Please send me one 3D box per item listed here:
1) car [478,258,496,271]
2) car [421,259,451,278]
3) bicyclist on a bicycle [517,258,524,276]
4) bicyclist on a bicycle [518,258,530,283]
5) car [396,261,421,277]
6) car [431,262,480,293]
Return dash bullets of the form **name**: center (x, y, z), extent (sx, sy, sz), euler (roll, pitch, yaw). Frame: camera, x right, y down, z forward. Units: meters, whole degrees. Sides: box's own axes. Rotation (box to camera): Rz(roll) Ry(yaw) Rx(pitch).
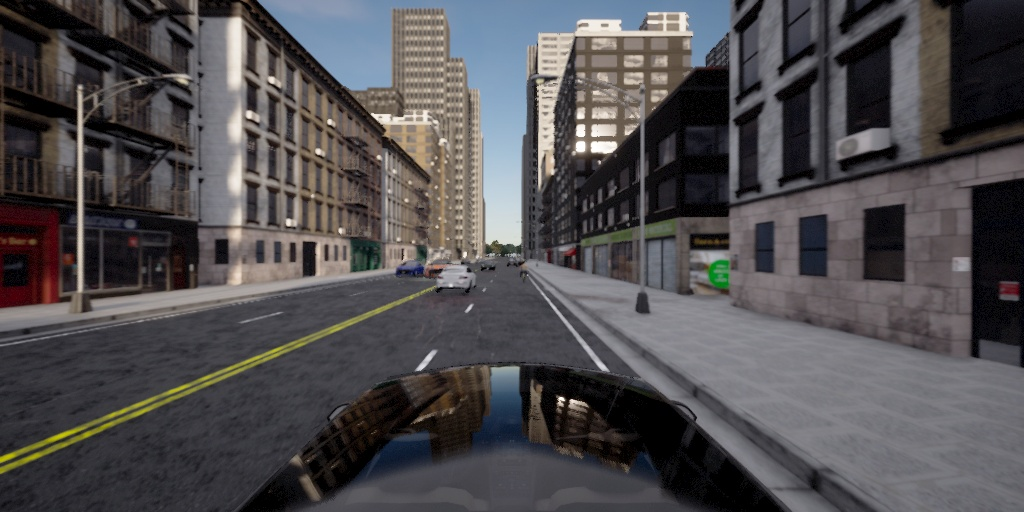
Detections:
- **car**: center (-3.153, 1.340, 49.470), extent (1.895, 1.301, 4.718), euler (0, 0, 0)
- **car**: center (-6.593, 1.094, 33.303), extent (2.097, 1.767, 4.553), euler (0, 0, 0)
- **bicyclist on a bicycle**: center (0.892, 1.112, 36.651), extent (0.659, 1.776, 1.843), euler (0, 0, 0)
- **bicyclist on a bicycle**: center (0.885, 1.180, 26.409), extent (0.866, 1.612, 1.509), euler (0, 0, 0)
- **car**: center (-9.844, 1.219, 35.093), extent (1.882, 1.535, 5.008), euler (0, 0, 0)
- **car**: center (-3.150, 1.270, 20.795), extent (1.812, 1.442, 4.674), euler (0, 0, 0)
